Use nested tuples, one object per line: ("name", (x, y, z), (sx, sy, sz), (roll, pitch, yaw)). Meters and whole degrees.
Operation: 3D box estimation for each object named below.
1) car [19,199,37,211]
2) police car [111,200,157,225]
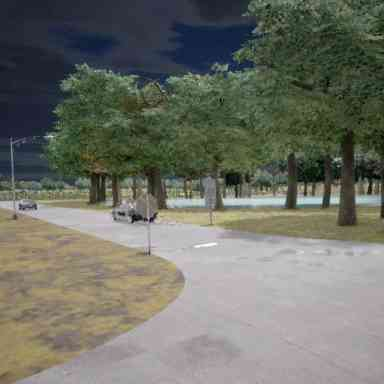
("car", (-23.139, 1.746, 46.813), (1.837, 1.490, 4.892), (-3, 1, -35))
("police car", (-4.538, 1.438, 25.115), (1.930, 1.638, 5.238), (-3, 2, -35))
